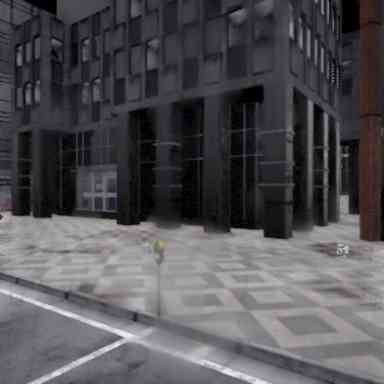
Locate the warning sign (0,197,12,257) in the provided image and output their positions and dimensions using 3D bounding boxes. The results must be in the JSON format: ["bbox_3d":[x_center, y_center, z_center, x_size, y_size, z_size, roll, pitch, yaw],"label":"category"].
[{"bbox_3d":[-6.639,1.105,10.533,1.060,1.860,1.300,0,0,36],"label":"warning sign"}]
